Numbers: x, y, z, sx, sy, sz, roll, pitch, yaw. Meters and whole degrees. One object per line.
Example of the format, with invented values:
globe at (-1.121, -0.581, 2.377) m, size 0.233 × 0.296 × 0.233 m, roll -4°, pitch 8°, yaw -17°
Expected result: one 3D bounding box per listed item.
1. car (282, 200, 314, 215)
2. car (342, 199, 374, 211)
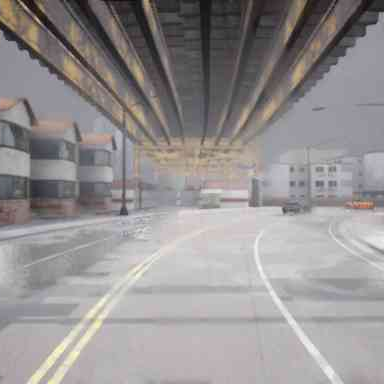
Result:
car at (10.751, 1.507, 33.606) m, size 2.128 × 1.511 × 4.902 m, roll -1°, pitch -1°, yaw 39°
car at (24.096, 1.753, 48.312) m, size 4.553 × 1.767 × 2.097 m, roll 2°, pitch -1°, yaw -24°
